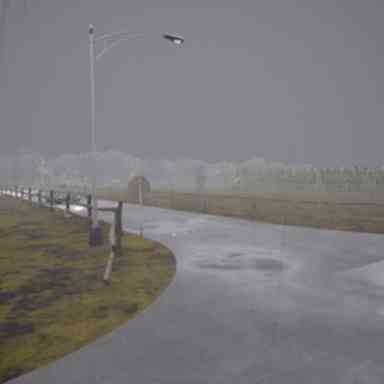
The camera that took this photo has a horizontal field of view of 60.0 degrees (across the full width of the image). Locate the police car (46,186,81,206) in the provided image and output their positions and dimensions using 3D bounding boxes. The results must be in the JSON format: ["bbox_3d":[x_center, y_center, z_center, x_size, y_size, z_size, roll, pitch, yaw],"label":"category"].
[{"bbox_3d":[-11.124,0.300,28.770,2.038,1.542,4.974,-2,3,-36],"label":"police car"}]
